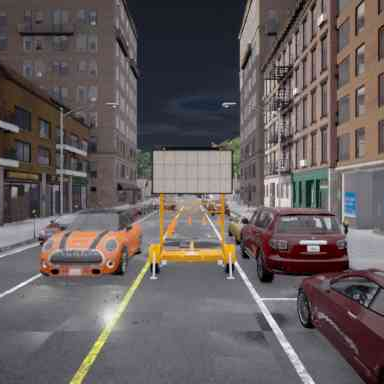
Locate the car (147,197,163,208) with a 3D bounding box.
[{"bbox_3d":[-5.350,1.535,48.086,1.752,1.417,4.829,0,0,0],"label":"car"}]

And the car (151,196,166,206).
[{"bbox_3d":[-5.345,1.454,53.775,1.967,1.590,4.097,0,0,0],"label":"car"}]

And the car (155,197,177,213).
[{"bbox_3d":[-2.718,1.507,37.147,1.837,1.490,4.892,0,0,0],"label":"car"}]

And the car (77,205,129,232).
[{"bbox_3d":[-5.371,1.551,20.663,2.008,1.369,4.403,0,0,0],"label":"car"}]

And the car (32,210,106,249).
[{"bbox_3d":[-5.375,1.582,15.144,1.802,1.307,4.206,0,0,0],"label":"car"}]

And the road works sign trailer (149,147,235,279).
[{"bbox_3d":[0.008,0.464,9.995,2.380,3.560,2.880,0,0,0],"label":"road works sign trailer"}]

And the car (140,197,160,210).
[{"bbox_3d":[-5.354,1.446,42.738,1.967,1.590,4.097,0,0,0],"label":"car"}]

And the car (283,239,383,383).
[{"bbox_3d":[2.641,1.582,4.107,1.802,1.307,4.206,0,0,0],"label":"car"}]

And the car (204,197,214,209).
[{"bbox_3d":[2.667,1.584,37.216,1.802,1.307,4.206,0,0,0],"label":"car"}]

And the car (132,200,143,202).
[{"bbox_3d":[-5.367,1.545,26.182,1.887,1.381,4.507,0,0,0],"label":"car"}]

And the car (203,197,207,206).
[{"bbox_3d":[2.671,1.531,42.905,1.752,1.417,4.829,0,0,0],"label":"car"}]

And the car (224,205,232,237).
[{"bbox_3d":[2.645,1.525,15.311,1.752,1.417,4.829,0,0,0],"label":"car"}]

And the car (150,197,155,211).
[{"bbox_3d":[-5.358,1.553,37.219,2.008,1.369,4.403,0,0,0],"label":"car"}]

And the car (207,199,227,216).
[{"bbox_3d":[2.663,1.583,31.698,1.802,1.307,4.206,0,0,0],"label":"car"}]

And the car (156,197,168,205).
[{"bbox_3d":[-5.341,1.600,59.294,1.802,1.307,4.206,0,0,0],"label":"car"}]

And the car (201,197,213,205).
[{"bbox_3d":[2.685,1.584,59.289,1.947,1.339,4.313,0,0,0],"label":"car"}]

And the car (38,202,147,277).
[{"bbox_3d":[-2.840,1.352,10.339,2.097,1.767,4.553,0,0,0],"label":"car"}]

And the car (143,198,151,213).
[{"bbox_3d":[-5.362,1.567,31.701,1.947,1.339,4.313,0,0,0],"label":"car"}]

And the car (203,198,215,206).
[{"bbox_3d":[2.680,1.596,53.771,1.802,1.307,4.206,0,0,0],"label":"car"}]

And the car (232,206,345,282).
[{"bbox_3d":[2.645,1.315,9.625,2.192,1.841,5.009,0,0,0],"label":"car"}]
